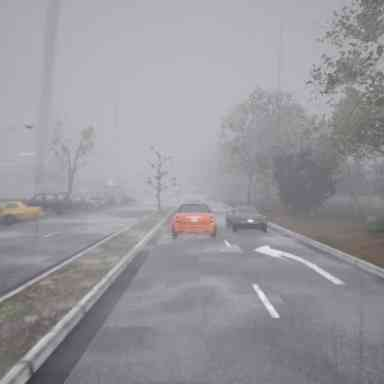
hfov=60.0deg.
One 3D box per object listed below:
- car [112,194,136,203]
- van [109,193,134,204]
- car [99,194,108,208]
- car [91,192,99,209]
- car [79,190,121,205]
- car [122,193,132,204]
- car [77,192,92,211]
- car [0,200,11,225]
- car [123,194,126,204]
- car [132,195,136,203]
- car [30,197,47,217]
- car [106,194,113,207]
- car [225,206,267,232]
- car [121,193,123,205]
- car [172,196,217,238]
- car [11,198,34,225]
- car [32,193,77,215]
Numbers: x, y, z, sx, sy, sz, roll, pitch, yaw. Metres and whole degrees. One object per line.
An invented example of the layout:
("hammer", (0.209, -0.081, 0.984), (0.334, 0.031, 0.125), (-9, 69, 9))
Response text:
("car", (-13.640, 1.330, 66.904), (4.553, 1.767, 2.185), (-1, 0, -19))
("van", (-13.614, 1.219, 63.926), (4.442, 1.987, 1.878), (-1, 0, -19))
("car", (-13.811, 1.390, 42.851), (4.892, 1.521, 2.231), (-1, 0, -20))
("car", (-13.839, 1.258, 39.841), (4.553, 1.767, 2.185), (-1, 0, -20))
("car", (-13.828, 1.152, 48.840), (5.566, 2.045, 2.435), (-1, 0, -20))
("car", (-13.801, 1.178, 57.853), (5.566, 2.045, 2.435), (-1, 0, -20))
("car", (-13.778, 1.254, 36.856), (4.553, 1.767, 2.185), (-1, 0, -20))
("car", (-13.795, 1.164, 18.859), (5.566, 2.045, 2.435), (-1, 0, -20))
("car", (-13.780, 1.460, 54.856), (4.674, 1.452, 2.002), (-1, 0, -20))
("car", (-13.729, 1.186, 60.890), (5.566, 2.045, 2.435), (-1, 0, -20))
("car", (-13.986, 1.394, 24.778), (5.366, 1.575, 1.946), (-1, 0, -20))
("car", (-13.827, 1.424, 45.836), (4.792, 1.488, 2.163), (-1, 0, -20))
("car", (3.098, 1.483, 19.607), (1.994, 1.385, 4.181), (0, 0, 0))
("car", (-13.969, 1.410, 51.789), (5.366, 1.575, 1.946), (-1, 0, -20))
("car", (0.099, 1.282, 17.237), (2.097, 1.767, 4.553), (0, 0, 0))
("car", (-13.640, 1.397, 21.912), (5.366, 1.575, 1.946), (-1, 0, -20))
("car", (-13.837, 1.131, 30.829), (5.566, 2.045, 2.435), (-1, 0, -20))
